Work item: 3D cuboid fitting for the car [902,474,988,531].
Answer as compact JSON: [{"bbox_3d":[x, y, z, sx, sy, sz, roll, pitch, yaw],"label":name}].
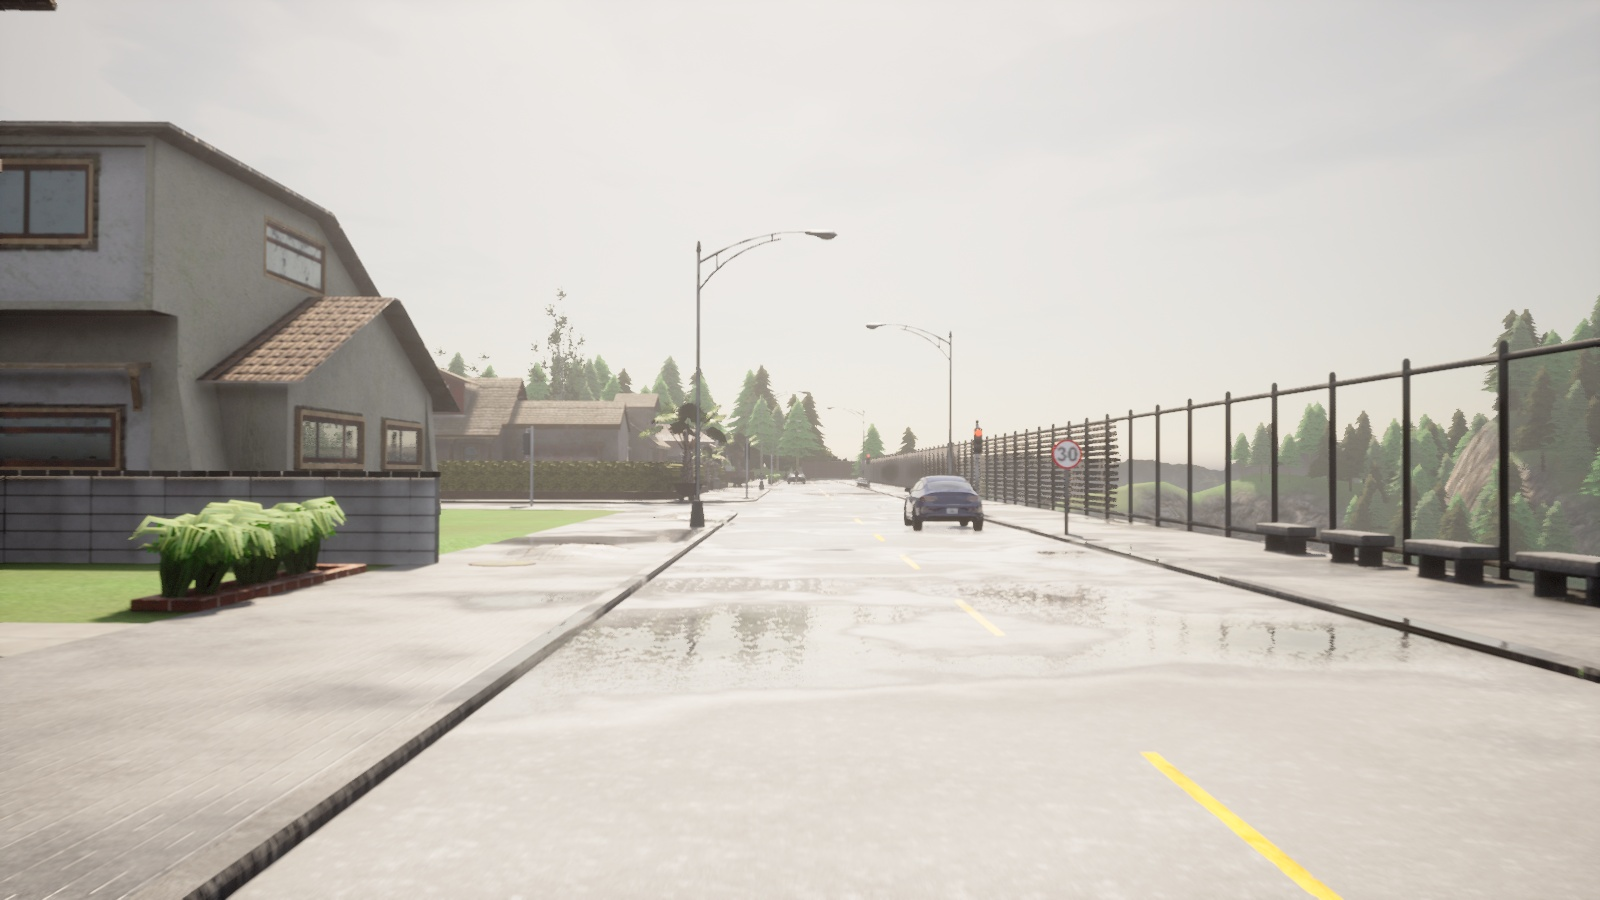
[{"bbox_3d":[3.914,1.403,34.549,1.812,1.442,4.674,0,-1,0],"label":"car"}]
